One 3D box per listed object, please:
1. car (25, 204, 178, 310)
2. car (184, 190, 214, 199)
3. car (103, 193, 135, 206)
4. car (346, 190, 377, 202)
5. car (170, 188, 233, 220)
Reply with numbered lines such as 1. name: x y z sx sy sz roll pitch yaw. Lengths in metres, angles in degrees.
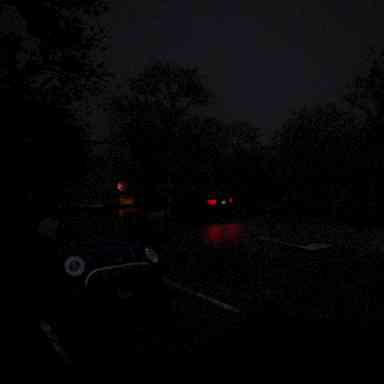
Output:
1. car: -2.559 1.327 8.016 2.185 1.767 4.553 -1 0 -35
2. car: 1.289 0.421 60.484 4.902 1.511 2.128 0 1 -30
3. car: -7.933 0.863 35.758 1.882 1.535 5.008 -4 3 -36
4. car: 25.693 0.476 50.165 2.097 1.767 4.553 -4 4 -35
5. car: 0.566 0.787 23.908 2.150 2.045 5.566 -4 2 -34
